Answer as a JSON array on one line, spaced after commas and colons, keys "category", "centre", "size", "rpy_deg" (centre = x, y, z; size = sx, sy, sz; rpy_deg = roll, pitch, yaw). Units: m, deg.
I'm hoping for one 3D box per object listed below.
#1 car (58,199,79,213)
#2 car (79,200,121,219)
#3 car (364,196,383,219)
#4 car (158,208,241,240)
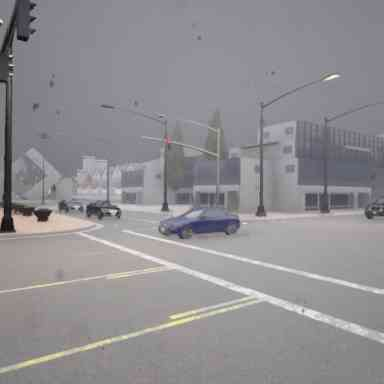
[{"category": "car", "centre": [-13.651, 1.495, 37.372], "size": [2.128, 1.511, 4.902], "rpy_deg": [1, 0, -35]}, {"category": "car", "centre": [-7.749, 1.497, 28.899], "size": [2.128, 1.511, 4.902], "rpy_deg": [1, 0, -35]}, {"category": "car", "centre": [17.594, 1.387, 29.474], "size": [5.566, 2.045, 2.150], "rpy_deg": [0, 0, -35]}, {"category": "car", "centre": [0.501, 1.560, 17.256], "size": [4.674, 1.442, 1.812], "rpy_deg": [0, 0, -36]}]
